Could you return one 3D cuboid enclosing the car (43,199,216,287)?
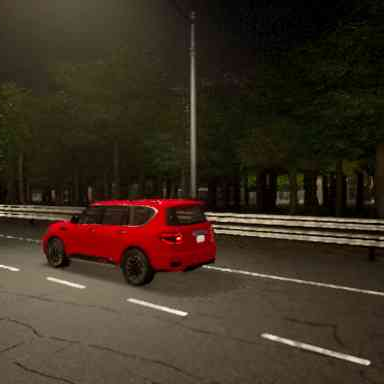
[{"bbox_3d":[-1.974,1.227,9.579,5.566,2.045,2.150,0,0,36],"label":"car"}]
